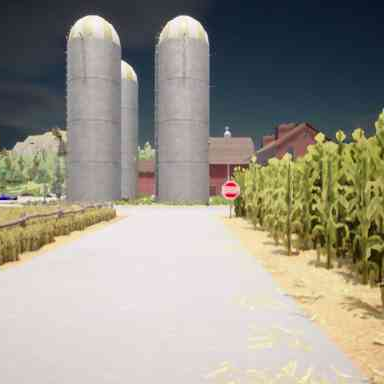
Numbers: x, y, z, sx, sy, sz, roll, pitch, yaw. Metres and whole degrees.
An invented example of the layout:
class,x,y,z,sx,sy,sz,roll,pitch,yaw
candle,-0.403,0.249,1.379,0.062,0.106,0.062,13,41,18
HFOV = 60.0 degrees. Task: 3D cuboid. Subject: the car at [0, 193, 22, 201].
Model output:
class,x,y,z,sx,sy,sz,roll,pitch,yaw
car,-36.963,1.045,65.797,4.611,1.667,2.242,0,0,0
